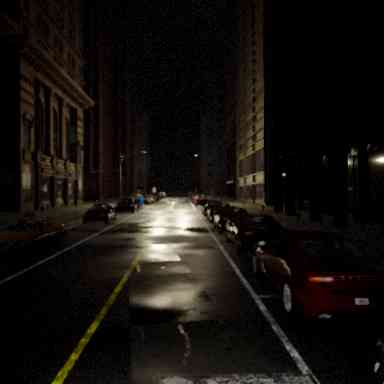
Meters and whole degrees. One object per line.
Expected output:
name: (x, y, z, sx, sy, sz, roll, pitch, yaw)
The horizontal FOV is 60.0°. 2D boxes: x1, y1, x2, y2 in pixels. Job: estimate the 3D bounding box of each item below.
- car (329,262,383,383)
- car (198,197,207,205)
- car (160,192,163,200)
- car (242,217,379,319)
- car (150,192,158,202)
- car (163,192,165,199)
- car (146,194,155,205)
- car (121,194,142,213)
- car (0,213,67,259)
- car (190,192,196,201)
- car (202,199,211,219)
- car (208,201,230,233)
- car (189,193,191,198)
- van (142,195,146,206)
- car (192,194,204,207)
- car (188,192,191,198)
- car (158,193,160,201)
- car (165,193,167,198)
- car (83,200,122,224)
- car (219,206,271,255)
car: (2.662, 1.531, 1.617, 2.008, 1.369, 4.403, 0, 0, -2)
car: (1.851, 1.418, 29.729, 1.947, 1.339, 4.313, 0, 0, -2)
car: (-7.804, 1.002, 68.830, 2.192, 1.841, 5.009, 0, 0, -2)
car: (2.500, 1.501, 7.239, 1.887, 1.381, 4.507, 0, 0, -2)
car: (-7.481, 1.187, 57.586, 1.967, 1.590, 4.097, 0, 0, -2)
car: (-8.129, 1.066, 80.074, 1.967, 1.590, 4.097, 0, 0, -2)
car: (-7.319, 1.342, 51.965, 1.947, 1.339, 4.313, 0, 0, -2)
car: (-6.832, 1.303, 35.098, 1.967, 1.590, 4.097, 0, 0, -2)
car: (-6.179, 1.497, 12.440, 1.752, 1.417, 4.829, 0, 0, -2)
car: (1.203, 1.177, 52.218, 1.967, 1.590, 4.097, 0, 0, -2)
car: (2.013, 1.424, 24.106, 1.887, 1.381, 4.507, 0, 0, -2)
car: (2.176, 1.451, 18.484, 1.887, 1.381, 4.507, 0, 0, -2)
car: (0.878, 1.222, 63.462, 1.887, 1.381, 4.507, 0, 0, -2)
van: (-6.993, 1.176, 40.720, 1.690, 1.788, 3.998, 0, 0, -2)
car: (1.365, 1.311, 46.596, 1.887, 1.381, 4.507, 0, 0, -2)
car: (0.716, 1.198, 69.084, 2.008, 1.369, 4.403, 0, 0, -2)
car: (-7.638, 1.243, 63.039, 1.752, 1.417, 4.829, 0, 0, -2)
car: (-8.455, 1.147, 91.318, 1.802, 1.307, 4.206, 0, 0, -2)
car: (-6.509, 1.501, 23.855, 1.802, 1.307, 4.206, 0, 0, -2)
car: (2.338, 1.477, 12.861, 1.887, 1.381, 4.507, 0, 0, -2)
